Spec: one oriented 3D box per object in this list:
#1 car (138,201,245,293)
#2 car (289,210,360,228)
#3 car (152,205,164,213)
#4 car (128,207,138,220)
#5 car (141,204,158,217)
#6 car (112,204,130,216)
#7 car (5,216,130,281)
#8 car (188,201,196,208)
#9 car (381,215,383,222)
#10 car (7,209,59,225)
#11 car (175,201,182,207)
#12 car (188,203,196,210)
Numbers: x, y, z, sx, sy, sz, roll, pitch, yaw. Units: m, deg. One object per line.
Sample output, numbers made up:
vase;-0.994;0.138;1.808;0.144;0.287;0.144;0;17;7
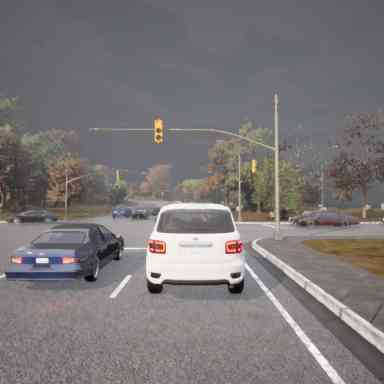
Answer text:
car;0.084;1.322;9.232;2.150;2.045;5.566;0;-1;0
car;11.719;2.394;29.188;5.357;1.411;2.033;0;-3;-1
car;-6.995;3.491;69.173;1.895;1.301;4.718;0;0;0
car;-7.083;3.154;45.850;1.895;1.301;4.718;0;-2;-1
car;-7.085;3.022;55.593;2.150;2.045;5.566;0;-1;0
car;-10.594;2.914;50.511;2.150;2.045;5.566;0;-1;-1
car;-3.417;1.666;10.086;2.033;1.411;5.357;0;-1;0
car;-0.111;3.307;87.849;1.837;1.490;4.892;0;0;-3
car;21.420;2.513;33.066;4.902;1.511;2.128;0;-3;-3
car;-16.389;2.590;34.497;4.892;1.490;1.837;1;1;-20
car;-3.588;3.113;87.496;1.882;1.535;5.008;0;0;-3
car;0.005;3.350;77.697;1.837;1.490;4.892;0;0;0
